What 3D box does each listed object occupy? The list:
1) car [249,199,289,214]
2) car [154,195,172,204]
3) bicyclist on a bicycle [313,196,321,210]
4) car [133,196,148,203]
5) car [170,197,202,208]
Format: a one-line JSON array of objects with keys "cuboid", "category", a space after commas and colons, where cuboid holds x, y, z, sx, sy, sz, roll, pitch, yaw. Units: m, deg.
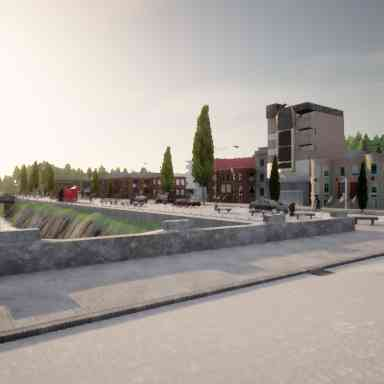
[{"cuboid": [8.106, 1.505, 34.793, 1.837, 1.490, 4.892, 0, 0, -35], "category": "car"}, {"cuboid": [-5.033, 1.352, 60.513, 2.097, 1.767, 4.553, 0, 0, -36], "category": "car"}, {"cuboid": [14.937, 1.349, 39.677, 1.656, 1.620, 0.582, 0, 0, -35], "category": "bicyclist on a bicycle"}, {"cuboid": [-10.758, 1.526, 68.554, 1.812, 1.442, 4.674, 0, 0, -36], "category": "car"}, {"cuboid": [-0.643, 1.600, 47.111, 1.895, 1.301, 4.718, 0, 0, -35], "category": "car"}]
